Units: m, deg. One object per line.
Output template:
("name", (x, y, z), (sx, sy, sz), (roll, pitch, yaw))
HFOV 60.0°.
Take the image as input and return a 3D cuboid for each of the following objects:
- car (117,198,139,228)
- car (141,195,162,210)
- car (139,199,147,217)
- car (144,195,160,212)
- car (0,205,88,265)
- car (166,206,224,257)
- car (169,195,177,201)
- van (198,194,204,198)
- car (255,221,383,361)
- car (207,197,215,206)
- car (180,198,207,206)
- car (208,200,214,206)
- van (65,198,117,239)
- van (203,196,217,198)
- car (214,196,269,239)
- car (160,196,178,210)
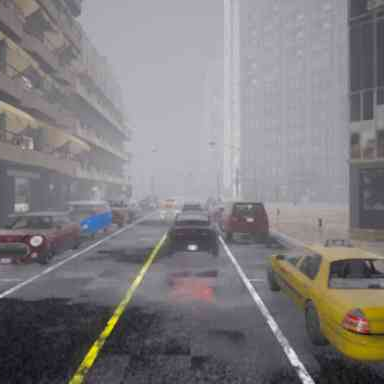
("car", (-5.314, 1.323, 22.569), (2.192, 1.841, 5.009), (0, 0, 0))
("car", (-5.321, 1.346, 44.713), (2.192, 1.841, 5.009), (0, 0, 0))
("car", (-5.317, 1.562, 28.105), (2.008, 1.369, 4.403), (0, 0, 0))
("car", (-5.320, 1.463, 39.176), (1.967, 1.590, 4.097), (0, 0, 0))
("car", (-5.312, 1.443, 11.496), (1.967, 1.590, 4.097), (0, 0, 0))
("car", (0.040, 1.509, 13.025), (1.837, 1.490, 4.892), (0, 0, 0))
("car", (-5.337, 1.680, 93.543), (1.752, 1.417, 4.829), (0, 0, 0))
("van", (2.544, 1.496, 93.716), (1.690, 1.788, 3.998), (0, 0, 0))
("car", (2.569, 1.527, 6.141), (1.752, 1.417, 4.829), (0, 0, 0))
("car", (2.561, 1.542, 33.820), (1.752, 1.417, 4.829), (0, 0, 0))
("car", (0.036, 1.517, 28.047), (1.837, 1.490, 4.892), (0, 0, 0))
("car", (2.562, 1.593, 28.115), (1.802, 1.307, 4.206), (0, 0, 0))
("van", (-5.313, 1.346, 17.033), (1.690, 1.788, 3.998), (0, 0, 0))
("van", (2.561, 1.364, 39.184), (1.690, 1.788, 3.998), (0, 0, 0))
("car", (2.567, 1.320, 17.042), (2.192, 1.841, 5.009), (0, 0, 0))
("car", (-2.816, 1.505, 42.643), (1.882, 1.535, 5.008), (0, 0, 0))
